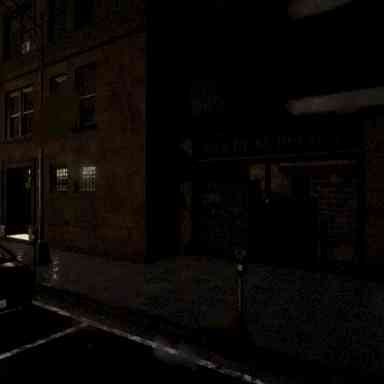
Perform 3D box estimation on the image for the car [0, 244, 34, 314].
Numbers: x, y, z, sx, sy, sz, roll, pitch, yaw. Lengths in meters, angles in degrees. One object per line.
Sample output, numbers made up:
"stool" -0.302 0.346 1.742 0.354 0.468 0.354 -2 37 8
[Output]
"car" -4.827 1.550 6.510 4.403 1.369 2.008 0 0 35
